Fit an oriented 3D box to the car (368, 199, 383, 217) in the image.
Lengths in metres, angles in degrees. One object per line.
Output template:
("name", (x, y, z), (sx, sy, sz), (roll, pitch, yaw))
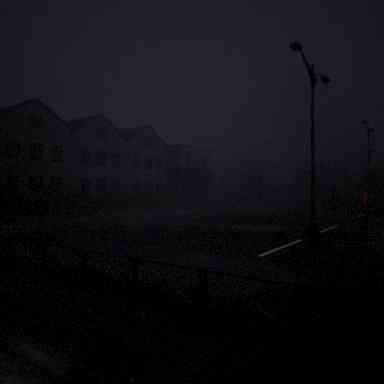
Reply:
("car", (15.481, 1.298, 26.779), (2.007, 1.523, 4.514), (0, 0, 35))
